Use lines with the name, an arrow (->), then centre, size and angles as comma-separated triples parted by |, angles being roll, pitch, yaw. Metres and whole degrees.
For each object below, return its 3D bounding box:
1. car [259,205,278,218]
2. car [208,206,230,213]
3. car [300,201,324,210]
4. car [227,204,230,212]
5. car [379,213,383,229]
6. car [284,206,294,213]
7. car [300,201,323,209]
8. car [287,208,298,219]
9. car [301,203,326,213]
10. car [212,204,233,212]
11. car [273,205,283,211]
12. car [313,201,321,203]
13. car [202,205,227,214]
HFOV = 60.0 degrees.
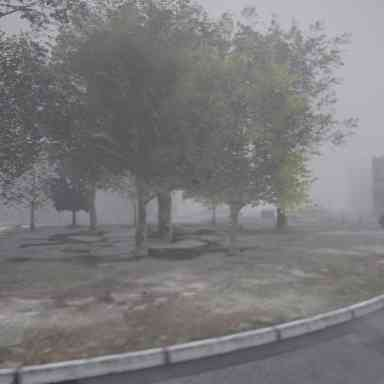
car -> 11.281, 3.067, 49.460 | 1.882, 1.535, 5.008 | -2, -2, 11
car -> 6.289, 3.996, 76.480 | 4.674, 1.452, 2.002 | -2, -2, 19
car -> 30.215, 3.397, 83.752 | 5.566, 2.045, 2.435 | -2, -1, 19
car -> 5.370, 3.905, 73.883 | 5.008, 1.535, 2.097 | -2, -2, 19
car -> 16.334, 1.852, 24.372 | 2.150, 2.045, 5.566 | 0, -2, -6
car -> 20.886, 3.657, 71.437 | 1.895, 1.301, 4.718 | -2, -1, 19
car -> 32.043, 3.489, 89.135 | 5.566, 2.045, 2.435 | -2, -1, 19
car -> 13.913, 2.956, 47.409 | 1.882, 1.535, 5.008 | -1, -2, 10
car -> 22.843, 3.287, 62.899 | 4.792, 1.488, 2.163 | -2, -2, 19
car -> 7.224, 3.881, 79.077 | 4.553, 1.767, 2.185 | -2, -2, 19
car -> 20.631, 3.800, 79.778 | 1.812, 1.442, 4.674 | -2, -1, 19
car -> 24.697, 3.246, 68.011 | 4.553, 1.767, 2.185 | -2, -2, 19
car -> 4.489, 3.722, 71.268 | 4.553, 1.767, 2.185 | -2, -2, 19
